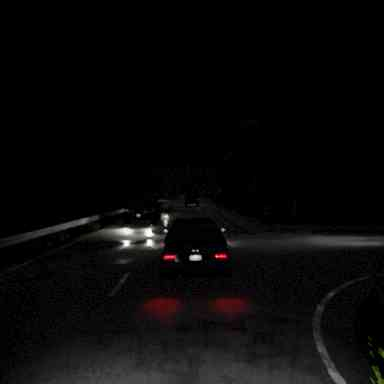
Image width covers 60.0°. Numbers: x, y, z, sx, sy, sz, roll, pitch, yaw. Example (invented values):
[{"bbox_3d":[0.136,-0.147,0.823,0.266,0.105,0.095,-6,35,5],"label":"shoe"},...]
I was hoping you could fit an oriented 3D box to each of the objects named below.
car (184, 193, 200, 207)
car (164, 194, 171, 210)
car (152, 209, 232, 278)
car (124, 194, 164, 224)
[{"bbox_3d":[0.000,1.231,52.367,2.150,2.045,5.566,0,0,0],"label":"car"},{"bbox_3d":[-3.590,1.229,38.054,2.150,2.045,5.566,0,0,0],"label":"car"},{"bbox_3d":[0.077,1.501,10.009,2.033,1.411,5.357,-1,1,0],"label":"car"},{"bbox_3d":[-3.595,1.226,25.067,2.150,2.045,5.566,0,0,0],"label":"car"}]
